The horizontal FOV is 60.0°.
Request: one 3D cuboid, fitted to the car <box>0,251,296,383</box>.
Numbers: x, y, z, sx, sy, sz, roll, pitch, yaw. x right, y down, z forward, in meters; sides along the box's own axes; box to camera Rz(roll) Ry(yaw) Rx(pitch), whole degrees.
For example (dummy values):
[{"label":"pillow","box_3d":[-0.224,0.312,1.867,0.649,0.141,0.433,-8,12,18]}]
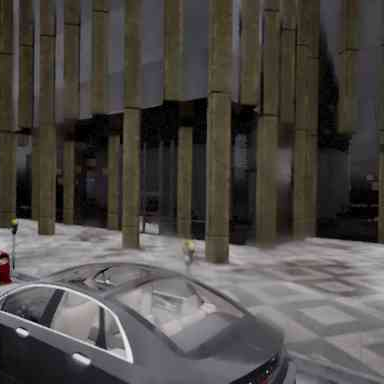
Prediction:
[{"label":"car","box_3d":[-1.115,1.503,3.764,4.403,1.369,2.008,1,1,36]}]
